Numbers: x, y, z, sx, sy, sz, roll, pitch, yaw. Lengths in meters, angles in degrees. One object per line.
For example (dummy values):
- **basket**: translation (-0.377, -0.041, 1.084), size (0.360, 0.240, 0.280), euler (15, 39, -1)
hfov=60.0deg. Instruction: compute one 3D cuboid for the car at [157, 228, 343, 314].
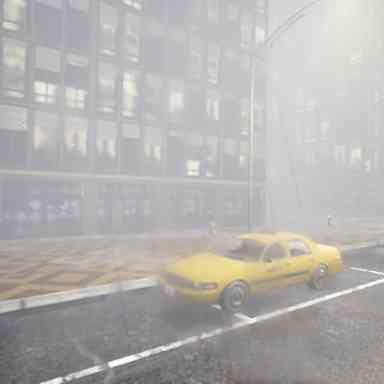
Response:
- **car**: translation (1.547, 1.550, 7.639), size (4.829, 1.417, 1.752), euler (0, 1, -35)
